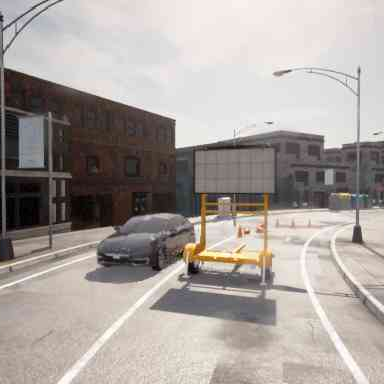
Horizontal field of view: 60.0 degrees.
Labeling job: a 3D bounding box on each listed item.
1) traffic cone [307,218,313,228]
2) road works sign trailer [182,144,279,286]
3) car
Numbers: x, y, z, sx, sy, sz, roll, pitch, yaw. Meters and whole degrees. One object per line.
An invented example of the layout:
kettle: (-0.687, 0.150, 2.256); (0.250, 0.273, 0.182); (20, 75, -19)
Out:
traffic cone: (7.481, 1.982, 21.154); (0.340, 0.580, 0.340); (1, 0, 22)
road works sign trailer: (1.252, 0.462, 9.677); (2.380, 3.560, 2.880); (0, 0, 20)
car: (-1.289, 1.488, 11.152); (1.837, 1.490, 4.892); (0, 0, 17)
